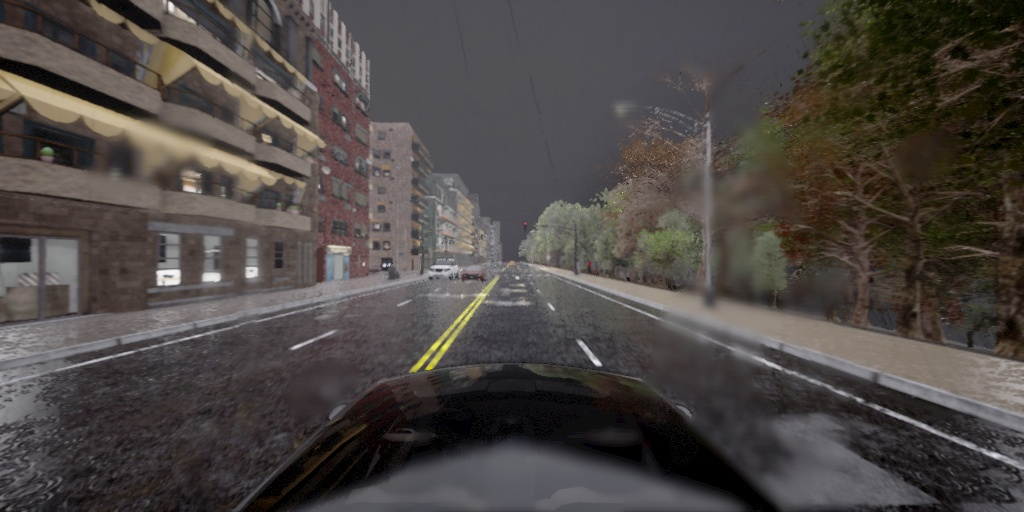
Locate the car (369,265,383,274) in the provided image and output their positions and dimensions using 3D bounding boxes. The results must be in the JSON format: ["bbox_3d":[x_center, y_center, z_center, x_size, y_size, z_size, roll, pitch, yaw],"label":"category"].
[{"bbox_3d":[-22.760,2.114,56.981,4.207,1.307,1.802,0,0,-1],"label":"car"}]

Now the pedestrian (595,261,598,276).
[{"bbox_3d":[10.025,1.457,42.553,0.375,1.860,0.375,0,0,0],"label":"pedestrian"}]

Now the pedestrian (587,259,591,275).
[{"bbox_3d":[9.025,1.263,41.956,0.375,1.860,0.375,0,0,0],"label":"pedestrian"}]

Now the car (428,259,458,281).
[{"bbox_3d":[-6.551,1.282,34.874,2.150,2.045,5.566,0,-1,0],"label":"car"}]

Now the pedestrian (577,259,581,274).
[{"bbox_3d":[8.025,1.275,43.156,0.375,1.860,0.375,0,0,0],"label":"pedestrian"}]

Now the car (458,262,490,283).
[{"bbox_3d":[-3.317,1.507,32.012,1.882,1.535,5.008,0,-1,0],"label":"car"}]
